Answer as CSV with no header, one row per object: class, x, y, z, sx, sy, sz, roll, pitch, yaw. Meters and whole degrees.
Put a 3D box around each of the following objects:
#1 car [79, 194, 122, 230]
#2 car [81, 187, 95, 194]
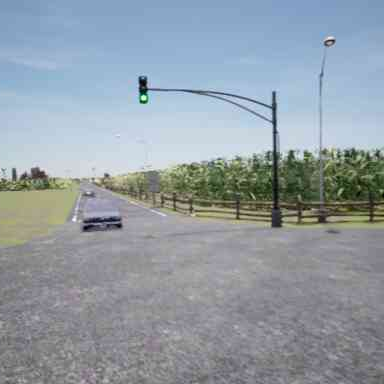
car,-4.849,1.060,17.465,2.033,1.411,5.357,-2,2,-18
car,-16.775,-0.006,53.828,2.128,1.511,4.902,-2,3,-18
